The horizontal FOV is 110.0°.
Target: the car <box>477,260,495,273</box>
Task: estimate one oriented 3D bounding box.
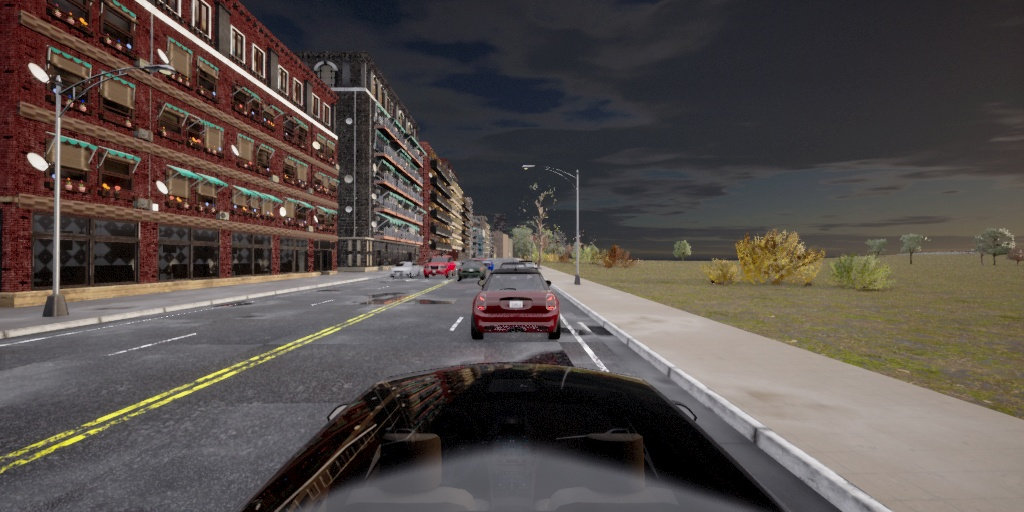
[{"bbox_3d":[-3.190,1.231,45.046,1.882,1.535,5.008,0,0,0],"label":"car"}]

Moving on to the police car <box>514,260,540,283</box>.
[{"bbox_3d":[1.110,1.179,29.437,1.930,1.638,5.238,0,0,0],"label":"police car"}]

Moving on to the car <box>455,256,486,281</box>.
[{"bbox_3d":[-3.176,1.105,29.853,2.097,1.767,4.553,0,0,-1],"label":"car"}]

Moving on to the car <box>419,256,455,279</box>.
[{"bbox_3d":[-6.632,0.975,33.351,2.150,2.045,5.566,0,0,0],"label":"car"}]

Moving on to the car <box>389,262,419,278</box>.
[{"bbox_3d":[-9.882,1.279,33.432,1.812,1.442,4.674,0,0,0],"label":"car"}]

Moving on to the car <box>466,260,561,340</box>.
[{"bbox_3d":[0.084,1.103,10.169,2.097,1.767,4.553,0,0,0],"label":"car"}]
